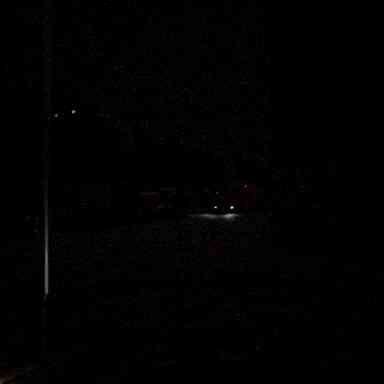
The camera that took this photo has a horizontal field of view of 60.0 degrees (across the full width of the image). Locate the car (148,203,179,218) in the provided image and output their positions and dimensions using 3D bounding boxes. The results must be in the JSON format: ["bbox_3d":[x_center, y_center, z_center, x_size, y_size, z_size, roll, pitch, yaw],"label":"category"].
[{"bbox_3d":[-2.910,1.788,32.728,1.802,1.307,4.206,0,-1,35],"label":"car"}]

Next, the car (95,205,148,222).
[{"bbox_3d":[-6.177,1.746,28.090,1.947,1.339,4.313,0,-1,35],"label":"car"}]

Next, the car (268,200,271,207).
[{"bbox_3d":[10.161,1.909,51.284,1.802,1.307,4.206,-1,-1,35],"label":"car"}]

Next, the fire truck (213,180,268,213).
[{"bbox_3d":[5.899,0.593,40.670,2.891,3.827,8.468,0,0,35],"label":"fire truck"}]

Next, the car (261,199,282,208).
[{"bbox_3d":[13.330,1.886,55.785,1.752,1.417,4.829,-1,-1,35],"label":"car"}]

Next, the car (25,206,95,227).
[{"bbox_3d":[-9.445,1.707,23.450,2.008,1.369,4.403,0,0,35],"label":"car"}]
